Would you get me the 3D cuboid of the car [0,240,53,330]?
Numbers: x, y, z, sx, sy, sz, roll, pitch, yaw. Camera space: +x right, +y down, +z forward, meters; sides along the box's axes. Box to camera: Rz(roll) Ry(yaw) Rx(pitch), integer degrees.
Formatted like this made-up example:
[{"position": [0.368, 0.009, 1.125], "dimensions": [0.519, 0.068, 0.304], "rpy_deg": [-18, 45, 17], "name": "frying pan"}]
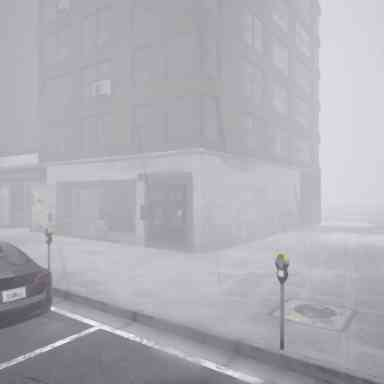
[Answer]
[{"position": [-4.338, 1.565, 6.181], "dimensions": [4.313, 1.339, 1.947], "rpy_deg": [0, 0, 36], "name": "car"}]
